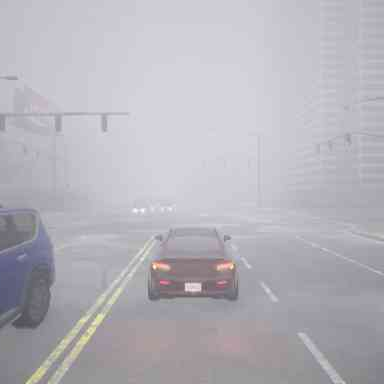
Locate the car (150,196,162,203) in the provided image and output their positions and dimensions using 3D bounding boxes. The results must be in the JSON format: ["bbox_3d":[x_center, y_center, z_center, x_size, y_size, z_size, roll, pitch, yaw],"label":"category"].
[{"bbox_3d":[-7.309,1.600,68.222,1.895,1.301,4.718,0,0,0],"label":"car"}]

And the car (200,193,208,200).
[{"bbox_3d":[3.108,1.183,88.309,2.097,1.767,4.553,0,0,0],"label":"car"}]

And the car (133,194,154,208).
[{"bbox_3d":[-7.310,1.491,48.450,2.128,1.511,4.902,0,0,0],"label":"car"}]

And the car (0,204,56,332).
[{"bbox_3d":[-3.610,1.221,4.034,2.150,2.045,5.566,0,0,0],"label":"car"}]

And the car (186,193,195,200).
[{"bbox_3d":[-0.392,1.183,88.293,2.097,1.767,4.553,0,0,0],"label":"car"}]

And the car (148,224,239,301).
[{"bbox_3d":[0.028,1.526,8.212,1.812,1.442,4.674,0,0,0],"label":"car"}]

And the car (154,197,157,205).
[{"bbox_3d":[-7.338,1.600,57.721,1.895,1.301,4.718,0,0,0],"label":"car"}]

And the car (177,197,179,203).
[{"bbox_3d":[-3.839,1.525,59.836,1.812,1.442,4.674,0,0,0],"label":"car"}]

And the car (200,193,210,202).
[{"bbox_3d":[3.154,1.515,78.021,2.128,1.511,4.902,0,0,0],"label":"car"}]

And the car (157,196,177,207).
[{"bbox_3d":[-3.819,1.563,51.059,1.994,1.385,4.181,0,0,0],"label":"car"}]

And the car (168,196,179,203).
[{"bbox_3d":[-3.809,1.552,69.846,1.994,1.385,4.181,0,0,0],"label":"car"}]

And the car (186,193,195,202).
[{"bbox_3d":[-0.347,1.583,78.388,1.895,1.301,4.718,0,0,0],"label":"car"}]
